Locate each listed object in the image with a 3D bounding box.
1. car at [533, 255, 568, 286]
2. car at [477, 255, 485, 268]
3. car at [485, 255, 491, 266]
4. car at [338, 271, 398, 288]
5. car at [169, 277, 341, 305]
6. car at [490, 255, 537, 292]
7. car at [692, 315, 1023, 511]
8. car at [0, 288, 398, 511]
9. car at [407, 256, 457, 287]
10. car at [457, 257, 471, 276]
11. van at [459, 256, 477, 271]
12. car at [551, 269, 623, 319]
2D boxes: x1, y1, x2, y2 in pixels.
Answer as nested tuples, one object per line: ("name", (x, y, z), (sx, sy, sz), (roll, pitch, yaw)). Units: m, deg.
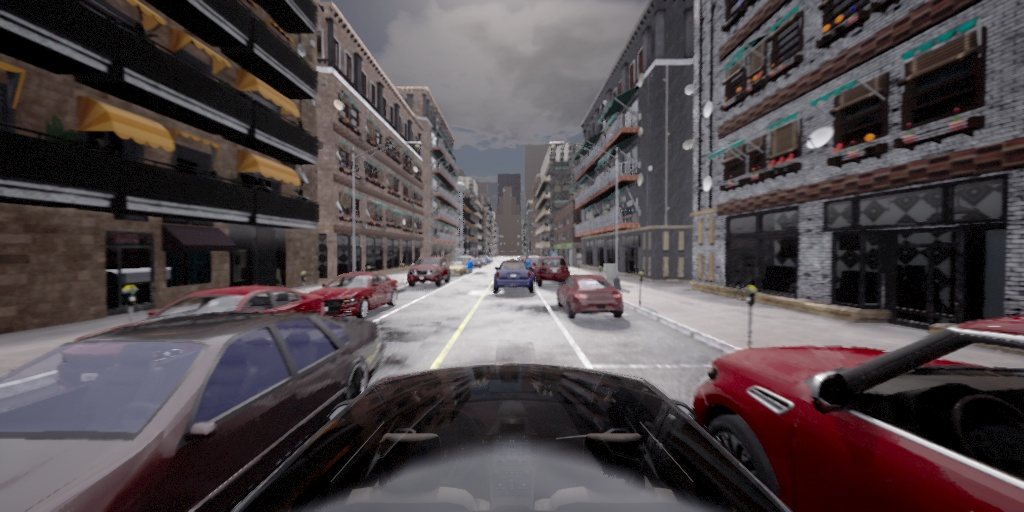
("car", (2.544, 0.952, 23.667), (2.192, 1.841, 5.009), (0, 0, 0))
("car", (-5.366, 0.937, 51.979), (1.967, 1.591, 4.097), (0, 0, 0))
("car", (-5.377, 0.991, 63.282), (2.007, 1.370, 4.403), (0, 0, 0))
("car", (-5.326, 1.243, 12.421), (1.888, 1.381, 4.507), (0, 0, 0))
("car", (-5.320, 1.272, 6.770), (1.888, 1.381, 4.507), (0, 0, 0))
("car", (0.078, 1.006, 20.335), (2.097, 1.767, 4.553), (0, 0, 0))
("car", (2.567, 1.067, 1.010), (2.192, 1.841, 5.009), (0, 0, 0))
("car", (-2.848, 1.291, 3.223), (2.033, 1.411, 5.357), (0, 0, 0))
("car", (-5.337, 0.955, 23.723), (2.192, 1.841, 5.009), (0, 0, 0))
("car", (-5.348, 1.109, 34.856), (1.751, 1.417, 4.829), (0, 0, 0))
("van", (-5.354, 0.895, 40.677), (1.690, 1.789, 3.998), (0, 0, 0))
("car", (2.555, 1.276, 12.339), (1.802, 1.307, 4.207), (0, 0, 0))
